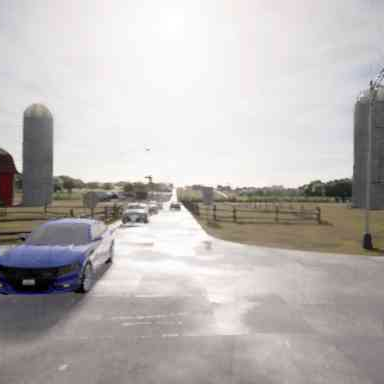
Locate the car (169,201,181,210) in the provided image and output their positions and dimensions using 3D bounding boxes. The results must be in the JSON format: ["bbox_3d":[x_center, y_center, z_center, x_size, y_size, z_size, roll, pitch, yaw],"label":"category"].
[{"bbox_3d":[-2.559,2.062,51.066,2.033,1.411,5.357,1,-1,-3],"label":"car"}]

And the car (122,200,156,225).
[{"bbox_3d":[-4.223,1.664,25.862,2.128,1.511,4.902,1,-1,-3],"label":"car"}]

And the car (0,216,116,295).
[{"bbox_3d":[-3.366,1.496,9.111,1.882,1.535,5.008,1,1,-3],"label":"car"}]

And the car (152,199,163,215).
[{"bbox_3d":[-4.879,1.794,38.896,2.128,1.511,4.902,1,-1,-3],"label":"car"}]
